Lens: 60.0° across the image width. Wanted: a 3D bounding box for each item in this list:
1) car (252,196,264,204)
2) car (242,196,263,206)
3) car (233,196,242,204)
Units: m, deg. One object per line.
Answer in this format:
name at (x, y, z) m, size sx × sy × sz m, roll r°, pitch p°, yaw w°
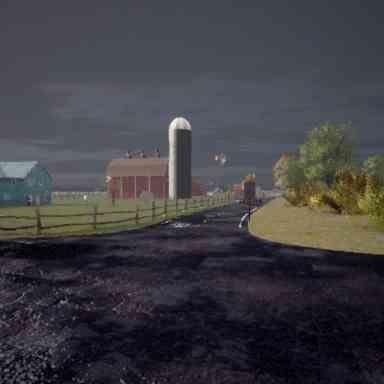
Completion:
car at (13.040, 1.568, 65.944) m, size 1.994 × 1.385 × 4.181 m, roll 0°, pitch 0°, yaw 15°
car at (10.256, 1.483, 55.899) m, size 2.128 × 1.511 × 4.902 m, roll 0°, pitch 0°, yaw 15°
car at (8.721, 1.479, 60.655) m, size 2.128 × 1.511 × 4.902 m, roll 0°, pitch 0°, yaw 15°
